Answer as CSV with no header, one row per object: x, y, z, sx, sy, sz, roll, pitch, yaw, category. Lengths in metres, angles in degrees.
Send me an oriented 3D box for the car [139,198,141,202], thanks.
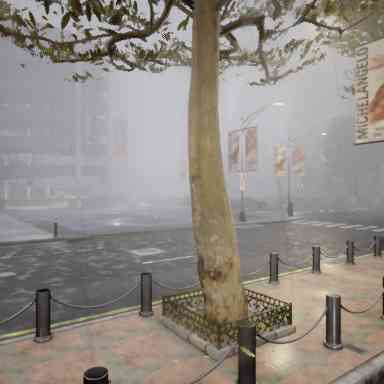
-9.545,1.524,74.216,4.674,1.442,1.812,0,0,26,car

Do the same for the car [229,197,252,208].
5.660,1.547,48.129,2.033,1.411,5.357,0,0,-36,car

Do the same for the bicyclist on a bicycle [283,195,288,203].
17.566,1.300,62.343,1.656,1.620,0.582,0,0,-36,bicyclist on a bicycle

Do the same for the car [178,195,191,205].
0.177,1.352,55.536,2.097,1.767,4.553,0,0,-38,car

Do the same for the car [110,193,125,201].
-18.821,1.545,77.841,4.718,1.301,1.895,0,0,11,car

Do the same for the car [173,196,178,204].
-3.305,1.490,65.050,4.902,1.511,2.128,0,0,44,car

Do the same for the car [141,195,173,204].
-6.645,1.547,63.391,5.357,1.411,2.033,0,0,41,car

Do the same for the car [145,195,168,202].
-8.332,1.525,77.517,4.902,1.511,2.128,0,0,26,car

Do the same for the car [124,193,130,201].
-17.888,1.165,81.215,5.566,2.045,2.150,0,0,11,car

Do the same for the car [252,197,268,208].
8.967,1.478,49.519,1.882,1.535,5.008,0,0,-37,car
